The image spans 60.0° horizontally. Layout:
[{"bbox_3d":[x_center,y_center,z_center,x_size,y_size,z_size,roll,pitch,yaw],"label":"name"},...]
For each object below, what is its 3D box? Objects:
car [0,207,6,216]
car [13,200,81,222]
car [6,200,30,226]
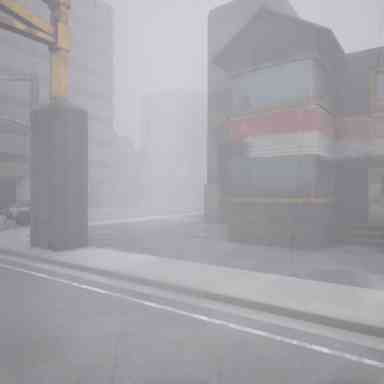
[{"bbox_3d":[-12.924,1.234,25.466,4.536,1.218,1.853,0,0,-30],"label":"car"},{"bbox_3d":[-9.753,1.240,22.816,1.853,1.218,4.536,0,0,15],"label":"car"},{"bbox_3d":[-9.766,1.398,22.767,2.038,1.542,4.974,0,0,15],"label":"car"}]
